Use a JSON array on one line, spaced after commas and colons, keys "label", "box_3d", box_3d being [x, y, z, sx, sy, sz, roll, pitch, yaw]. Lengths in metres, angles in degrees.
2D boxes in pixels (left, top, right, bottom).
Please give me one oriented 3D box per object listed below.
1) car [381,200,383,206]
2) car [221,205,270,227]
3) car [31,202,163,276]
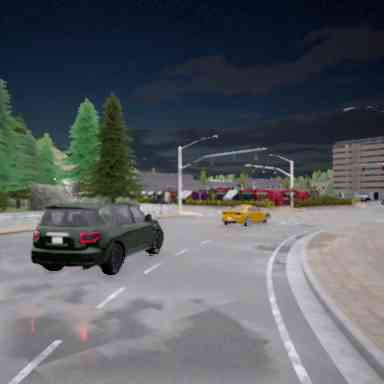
[{"label": "car", "box_3d": [42.497, 2.257, 71.914, 4.181, 1.385, 1.994, 1, -1, -43]}, {"label": "car", "box_3d": [4.175, 1.725, 25.300, 1.882, 1.535, 5.008, -1, -1, 39]}, {"label": "car", "box_3d": [-2.763, 1.333, 11.065, 2.150, 2.045, 5.566, 0, 0, 14]}]
